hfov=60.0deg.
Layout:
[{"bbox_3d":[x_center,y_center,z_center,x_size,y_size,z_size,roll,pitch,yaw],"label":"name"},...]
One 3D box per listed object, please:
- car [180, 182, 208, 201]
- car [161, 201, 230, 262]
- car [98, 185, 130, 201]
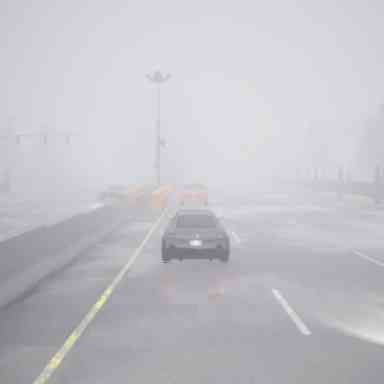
[{"bbox_3d":[0.145,0.004,26.661,2.097,1.767,4.553,0,4,0],"label":"car"},{"bbox_3d":[0.099,1.234,10.874,1.994,1.385,4.181,0,3,0],"label":"car"},{"bbox_3d":[-6.977,0.020,30.159,1.895,1.301,4.718,0,4,1],"label":"car"}]
